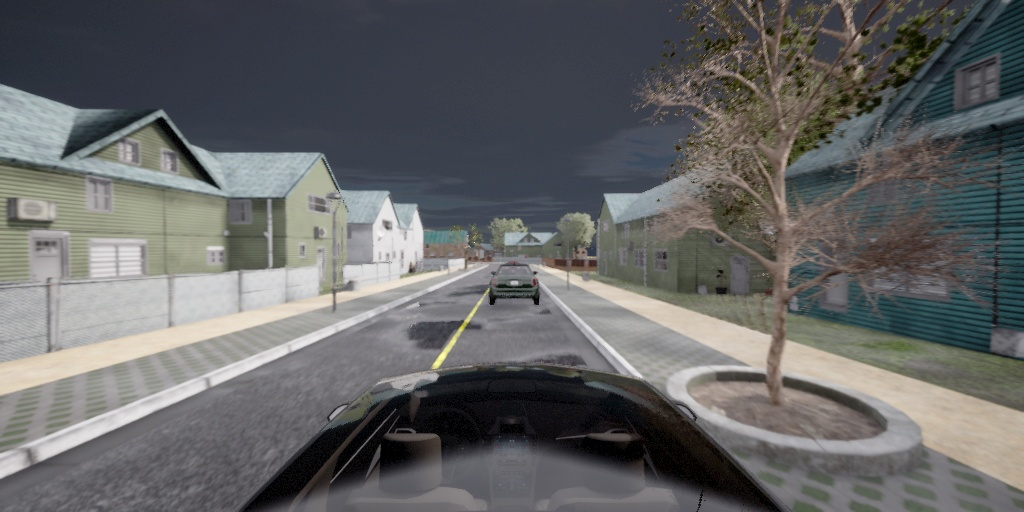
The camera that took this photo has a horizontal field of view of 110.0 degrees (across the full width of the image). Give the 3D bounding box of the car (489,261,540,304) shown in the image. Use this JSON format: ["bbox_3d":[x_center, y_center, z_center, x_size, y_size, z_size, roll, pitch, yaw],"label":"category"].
[{"bbox_3d":[0.102,1.092,16.364,2.097,1.767,4.553,0,0,0],"label":"car"}]
